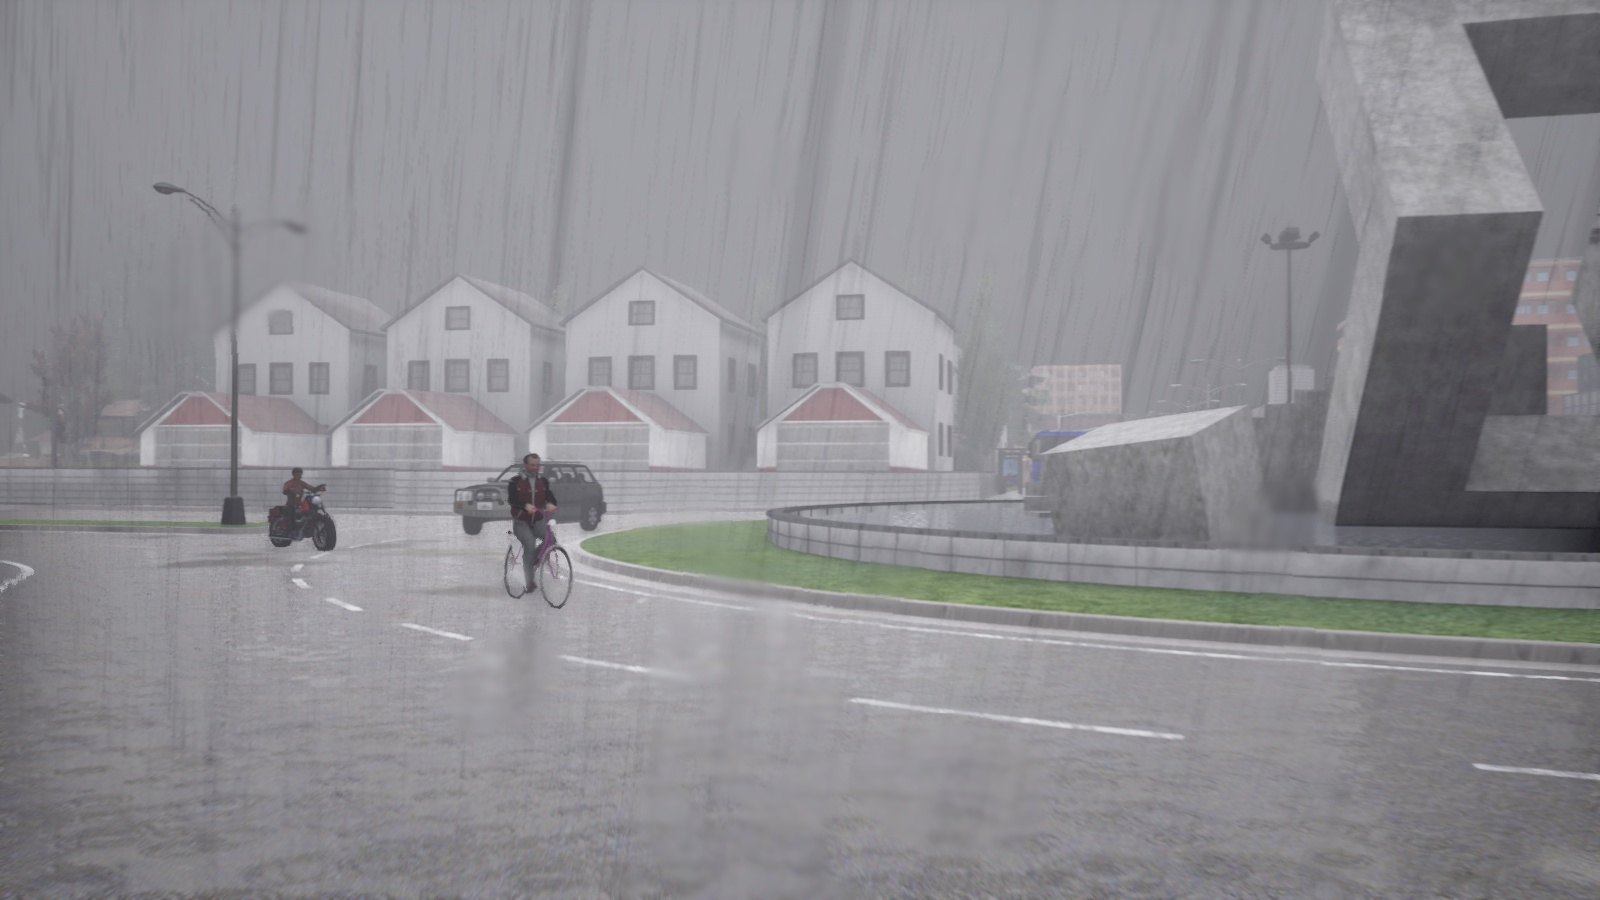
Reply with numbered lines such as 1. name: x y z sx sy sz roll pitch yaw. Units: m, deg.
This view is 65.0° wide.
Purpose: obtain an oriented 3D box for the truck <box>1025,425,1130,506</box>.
1. truck: 12.885 0.734 57.713 2.891 3.462 7.936 -1 -1 26

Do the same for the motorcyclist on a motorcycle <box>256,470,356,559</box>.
1. motorcyclist on a motorcycle: -9.673 1.224 24.533 2.350 1.649 0.766 -1 0 39

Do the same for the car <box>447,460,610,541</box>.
1. car: -6.641 1.188 31.237 1.932 1.855 4.605 -1 -1 17

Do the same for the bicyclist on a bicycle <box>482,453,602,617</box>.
1. bicyclist on a bicycle: -3.018 0.944 14.569 0.659 1.776 1.843 1 -2 -36
